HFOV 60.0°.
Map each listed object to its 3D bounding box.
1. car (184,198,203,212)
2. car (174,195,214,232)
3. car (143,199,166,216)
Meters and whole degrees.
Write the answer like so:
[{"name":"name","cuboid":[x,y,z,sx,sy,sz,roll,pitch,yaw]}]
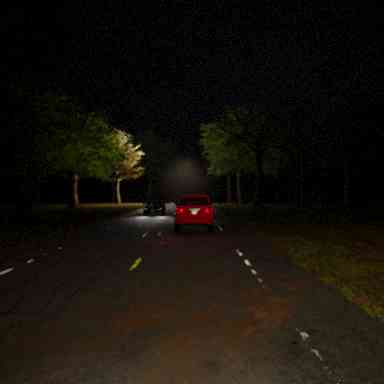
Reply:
[{"name":"car","cuboid":[0.112,1.473,39.168,2.128,1.511,4.902,0,-1,0]},{"name":"car","cuboid":[0.108,1.205,20.194,2.150,2.045,5.566,0,-1,0]},{"name":"car","cuboid":[-3.592,1.489,32.431,1.837,1.490,4.892,0,0,0]}]
